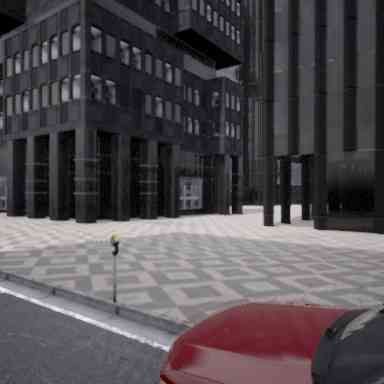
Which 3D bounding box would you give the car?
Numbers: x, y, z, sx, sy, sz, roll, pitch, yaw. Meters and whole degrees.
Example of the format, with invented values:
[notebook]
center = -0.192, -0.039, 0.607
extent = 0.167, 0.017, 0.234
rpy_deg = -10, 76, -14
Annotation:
[car]
center = 2.000, 1.319, 1.538
extent = 5.009, 1.841, 2.192
rpy_deg = 0, 0, 36
